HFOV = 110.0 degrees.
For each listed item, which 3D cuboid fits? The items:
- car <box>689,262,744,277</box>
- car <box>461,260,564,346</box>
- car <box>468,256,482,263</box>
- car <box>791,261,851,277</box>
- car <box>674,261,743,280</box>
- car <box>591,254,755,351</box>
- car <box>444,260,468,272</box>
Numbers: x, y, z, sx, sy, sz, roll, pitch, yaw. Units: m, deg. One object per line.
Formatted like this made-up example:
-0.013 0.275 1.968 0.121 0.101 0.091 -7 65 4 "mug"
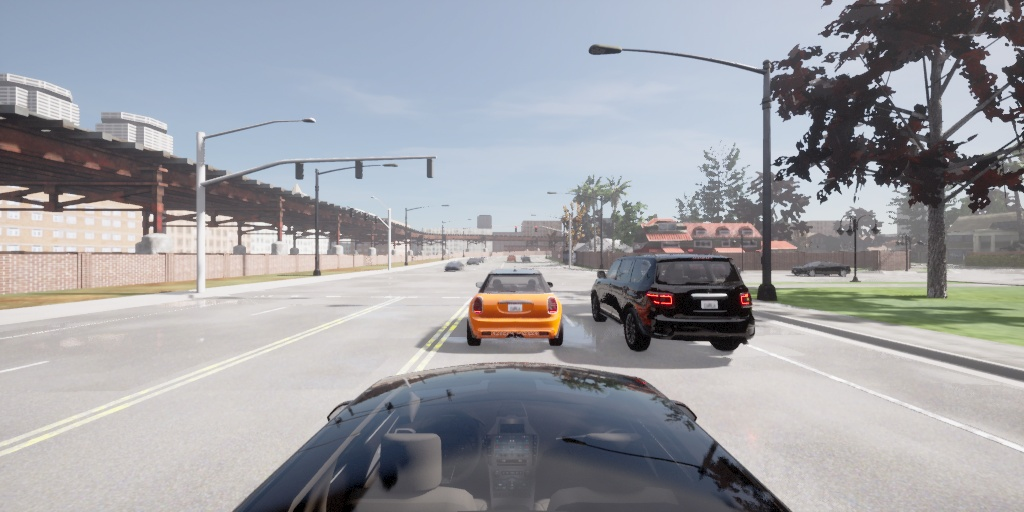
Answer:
19.856 1.315 34.967 4.181 1.385 1.994 0 0 -2 "car"
0.071 1.102 9.603 2.097 1.767 4.553 0 0 0 "car"
-7.129 1.035 65.032 1.837 1.490 4.892 0 0 0 "car"
30.300 1.228 35.244 5.008 1.535 1.882 0 0 -1 "car"
16.993 1.233 31.187 5.008 1.535 1.882 0 0 -1 "car"
3.572 0.971 9.146 2.150 2.045 5.566 0 0 0 "car"
-7.149 1.260 44.832 2.033 1.411 5.357 0 0 0 "car"
